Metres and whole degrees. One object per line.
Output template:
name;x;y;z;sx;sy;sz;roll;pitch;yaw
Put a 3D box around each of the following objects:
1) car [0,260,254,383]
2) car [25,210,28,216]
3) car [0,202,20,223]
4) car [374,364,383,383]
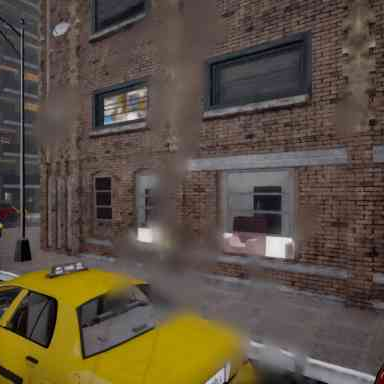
car;-1.681;1.525;4.077;4.829;1.417;1.752;0;0;36
car;-17.415;1.837;29.982;1.752;1.417;4.829;-1;-2;35
car;-16.599;1.614;26.607;2.097;1.767;4.553;0;-1;35
car;3.083;1.315;0.678;5.009;1.841;2.192;0;0;36
